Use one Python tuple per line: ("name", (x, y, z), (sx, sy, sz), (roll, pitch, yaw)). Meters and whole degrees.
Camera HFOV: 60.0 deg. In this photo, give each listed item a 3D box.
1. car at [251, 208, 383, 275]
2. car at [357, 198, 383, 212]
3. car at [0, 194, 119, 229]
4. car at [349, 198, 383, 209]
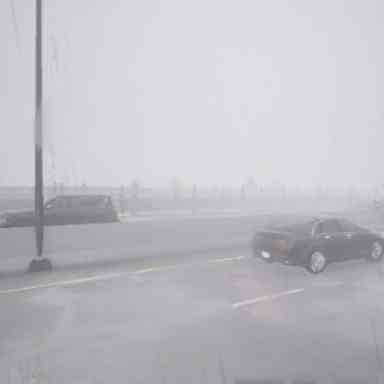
("car", (4.052, 1.460, 10.372), (4.892, 1.490, 1.837), (0, 0, -32))
("car", (20.818, 1.374, 37.356), (4.674, 1.442, 1.812), (0, 0, -31))
("car", (-6.412, 1.142, 16.422), (5.566, 2.045, 2.150), (0, 0, -34))
("car", (12.967, 1.378, 24.355), (5.008, 1.535, 1.882), (0, 0, -31))
